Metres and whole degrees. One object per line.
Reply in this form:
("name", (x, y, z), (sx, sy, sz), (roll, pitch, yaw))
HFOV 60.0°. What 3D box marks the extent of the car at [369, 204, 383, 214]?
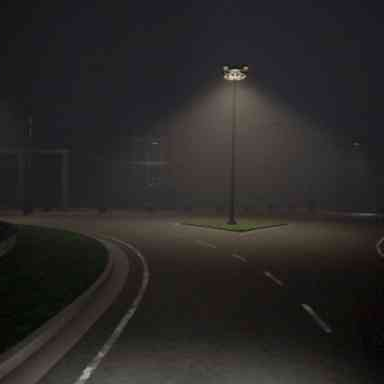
("car", (30.566, 2.747, 54.000), (4.902, 1.511, 2.128), (2, -1, -40))
